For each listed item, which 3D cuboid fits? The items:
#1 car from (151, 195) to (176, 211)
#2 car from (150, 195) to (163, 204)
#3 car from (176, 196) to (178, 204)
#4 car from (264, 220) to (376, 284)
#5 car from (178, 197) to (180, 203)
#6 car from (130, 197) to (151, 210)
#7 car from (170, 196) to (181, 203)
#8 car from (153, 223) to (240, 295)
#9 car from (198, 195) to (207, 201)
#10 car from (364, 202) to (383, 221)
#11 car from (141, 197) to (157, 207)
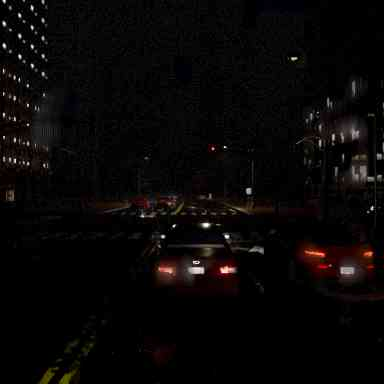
[{"bbox_3d":[-3.403,1.319,40.615,2.097,1.767,4.553,0,0,0],"label":"car"},{"bbox_3d":[-6.674,1.427,62.522,1.837,1.490,4.892,0,0,0],"label":"car"},{"bbox_3d":[-3.414,1.455,49.508,1.837,1.490,4.892,0,0,0],"label":"car"},{"bbox_3d":[3.336,1.522,9.449,1.812,1.442,4.674,0,0,0],"label":"car"},{"bbox_3d":[-3.418,1.421,59.127,2.128,1.511,4.902,0,0,0],"label":"car"},{"bbox_3d":[-6.658,1.442,42.237,1.882,1.535,5.008,0,0,0],"label":"car"},{"bbox_3d":[-3.433,1.471,69.161,1.994,1.385,4.181,0,0,-1],"label":"car"},{"bbox_3d":[0.088,1.544,8.864,2.033,1.411,5.357,0,0,0],"label":"car"},{"bbox_3d":[2.528,1.391,82.843,1.812,1.442,4.674,0,0,-4],"label":"car"},{"bbox_3d":[16.986,1.279,26.703,5.566,2.045,2.150,0,0,3],"label":"car"},{"bbox_3d":[-6.670,1.470,52.157,1.812,1.442,4.674,0,0,0],"label":"car"}]
